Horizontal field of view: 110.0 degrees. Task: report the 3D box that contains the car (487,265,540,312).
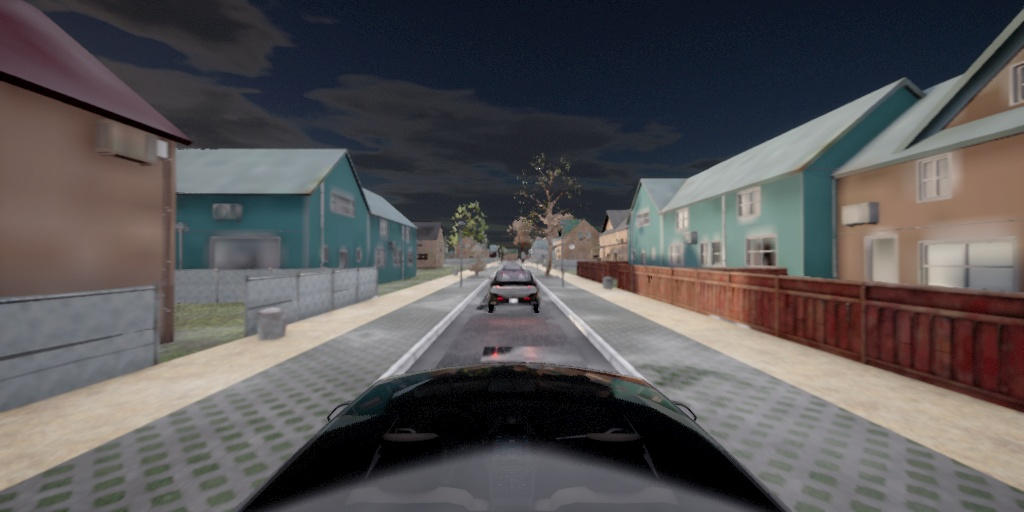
[{"bbox_3d":[0.071,1.246,14.139,2.128,1.511,4.902,0,0,0],"label":"car"}]
